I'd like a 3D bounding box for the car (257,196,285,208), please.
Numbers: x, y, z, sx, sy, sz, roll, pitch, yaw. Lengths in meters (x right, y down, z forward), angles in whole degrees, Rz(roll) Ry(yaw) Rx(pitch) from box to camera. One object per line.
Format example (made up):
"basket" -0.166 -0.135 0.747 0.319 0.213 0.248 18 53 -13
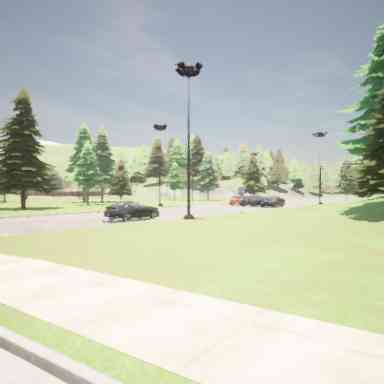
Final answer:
"car" 11.706 1.582 48.306 1.895 1.301 4.718 0 0 37

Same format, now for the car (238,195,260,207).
"car" 9.441 1.331 51.135 2.097 1.767 4.553 0 0 37

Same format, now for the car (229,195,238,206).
"car" 8.009 1.330 55.078 2.097 1.767 4.553 0 0 37

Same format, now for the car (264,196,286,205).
"car" 14.546 1.455 58.095 1.882 1.535 5.008 0 0 37

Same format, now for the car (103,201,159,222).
"car" -4.668 1.480 26.257 2.128 1.511 4.902 0 0 37

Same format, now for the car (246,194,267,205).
"car" 11.718 1.328 60.158 2.097 1.767 4.553 0 0 37
